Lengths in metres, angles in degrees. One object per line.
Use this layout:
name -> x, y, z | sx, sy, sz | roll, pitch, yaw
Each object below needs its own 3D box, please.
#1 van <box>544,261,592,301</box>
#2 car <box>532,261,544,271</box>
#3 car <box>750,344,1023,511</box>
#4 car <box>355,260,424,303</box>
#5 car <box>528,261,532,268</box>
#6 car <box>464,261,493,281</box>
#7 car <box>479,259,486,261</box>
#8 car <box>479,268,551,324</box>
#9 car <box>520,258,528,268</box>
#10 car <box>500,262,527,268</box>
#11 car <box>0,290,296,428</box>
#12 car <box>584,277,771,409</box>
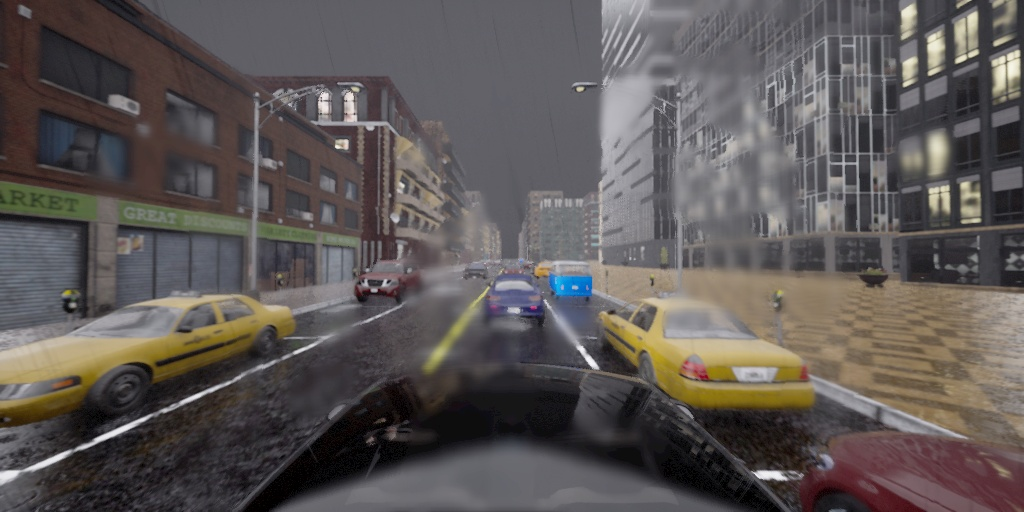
van -> 2.699, 1.133, 17.274 | 1.690, 1.789, 3.998 | 0, 0, 0
car -> 3.154, 1.316, 33.333 | 1.882, 1.535, 5.008 | 0, 0, 0
car -> 2.691, 1.329, 0.564 | 1.802, 1.307, 4.207 | 0, 0, 0
car -> -5.682, 1.107, 17.278 | 2.192, 1.841, 5.009 | 0, 0, 0
car -> 3.163, 1.363, 40.333 | 1.837, 1.490, 4.892 | 0, 0, 0
car -> -3.086, 1.382, 32.089 | 2.033, 1.411, 5.357 | 0, 0, 0
car -> -5.664, 1.451, 56.266 | 1.888, 1.381, 4.507 | 0, 0, 0
car -> 0.080, 1.303, 11.989 | 1.812, 1.442, 4.674 | 0, 0, 0
car -> 2.717, 1.451, 56.261 | 1.888, 1.381, 4.507 | 0, 0, 0
car -> 0.113, 1.439, 33.175 | 1.895, 1.301, 4.718 | 0, 0, 0
car -> -5.688, 1.288, 5.969 | 1.751, 1.417, 4.829 | 0, 0, 0
car -> 2.694, 1.287, 6.303 | 1.751, 1.417, 4.829 | 0, 0, 0
